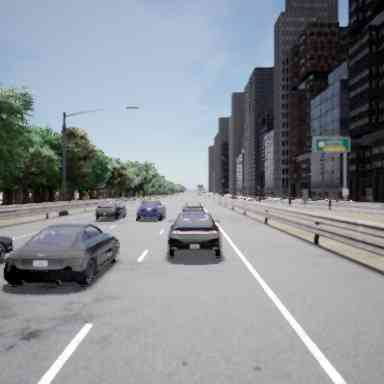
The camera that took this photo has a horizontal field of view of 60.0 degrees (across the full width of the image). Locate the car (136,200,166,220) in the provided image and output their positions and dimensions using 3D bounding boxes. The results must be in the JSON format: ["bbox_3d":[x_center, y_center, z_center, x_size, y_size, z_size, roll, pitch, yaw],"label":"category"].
[{"bbox_3d":[-3.400,1.421,28.501,2.097,1.767,4.553,0,0,0],"label":"car"}]

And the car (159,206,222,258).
[{"bbox_3d":[0.096,1.520,12.995,2.128,1.511,4.902,0,0,0],"label":"car"}]

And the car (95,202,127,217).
[{"bbox_3d":[-6.899,1.561,28.752,2.128,1.511,4.902,0,0,0],"label":"car"}]

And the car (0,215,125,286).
[{"bbox_3d":[-3.412,1.585,9.505,1.994,1.385,4.181,0,0,0],"label":"car"}]

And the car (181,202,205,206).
[{"bbox_3d":[0.101,1.561,28.741,2.128,1.511,4.902,0,0,0],"label":"car"}]
